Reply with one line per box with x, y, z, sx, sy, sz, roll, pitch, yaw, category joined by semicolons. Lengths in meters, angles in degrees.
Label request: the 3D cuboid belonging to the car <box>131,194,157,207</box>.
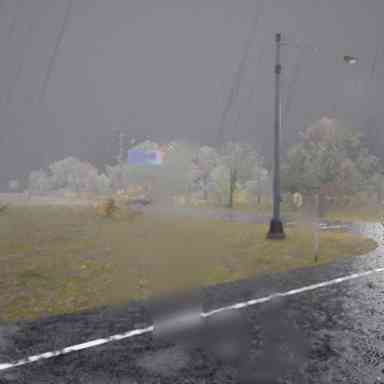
-7.964;1.403;56.338;2.150;2.045;5.566;1;0;-33;car
